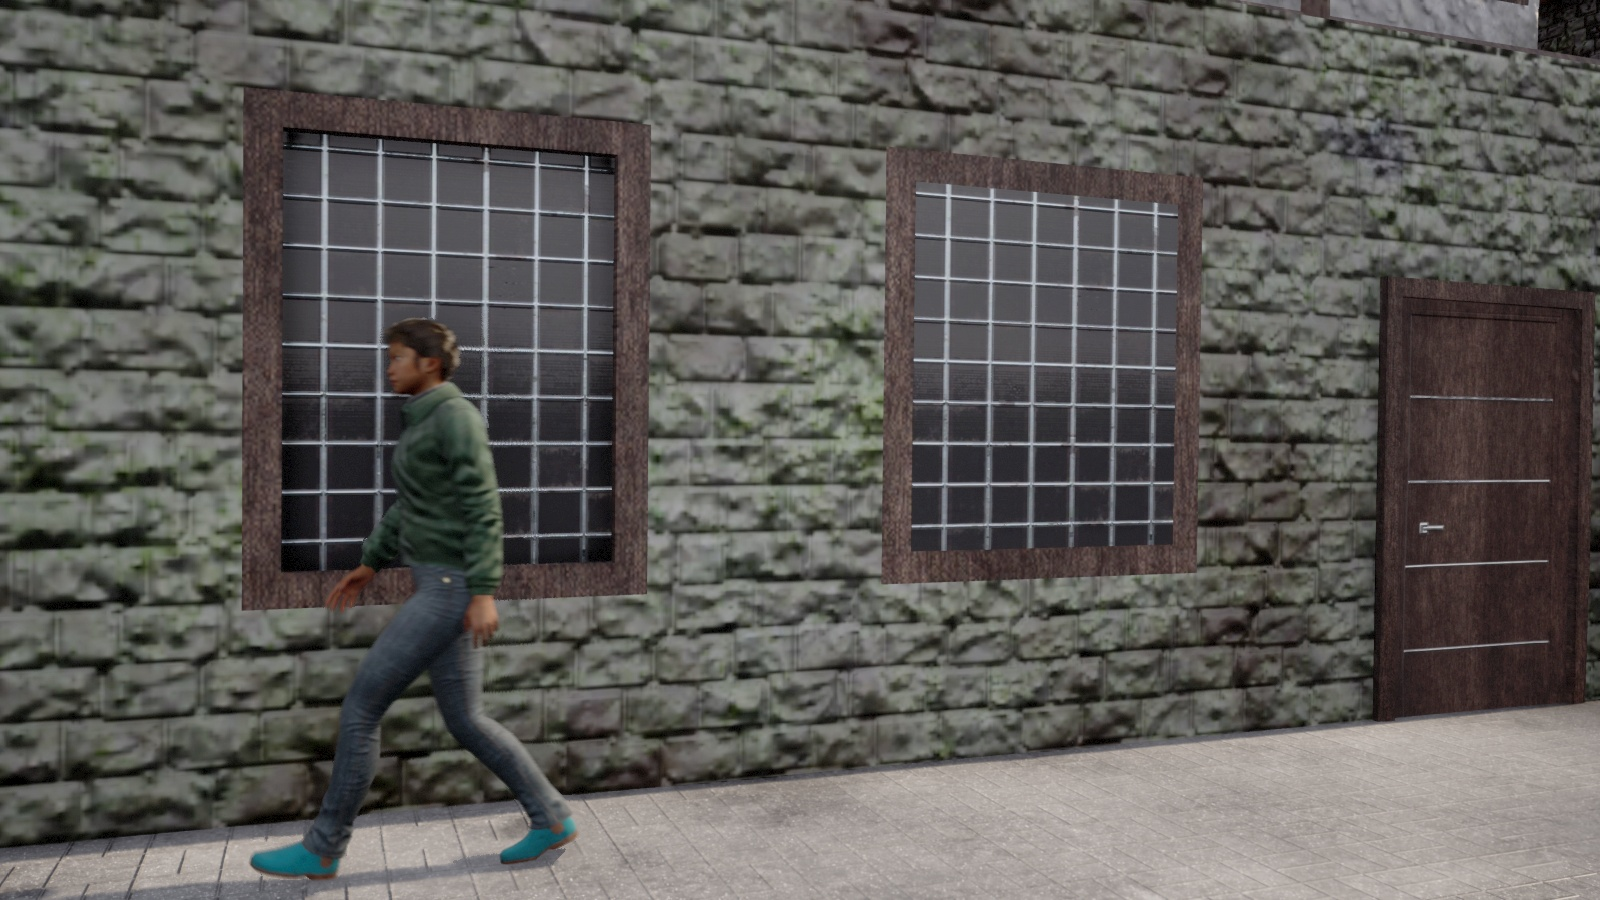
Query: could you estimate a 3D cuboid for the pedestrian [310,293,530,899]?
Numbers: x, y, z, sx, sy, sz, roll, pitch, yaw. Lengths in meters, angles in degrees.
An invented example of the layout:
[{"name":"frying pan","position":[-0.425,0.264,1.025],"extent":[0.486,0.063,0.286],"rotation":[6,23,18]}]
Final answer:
[{"name":"pedestrian","position":[-1.208,0.456,3.982],"extent":[0.614,1.847,0.353],"rotation":[-1,1,-21]}]
